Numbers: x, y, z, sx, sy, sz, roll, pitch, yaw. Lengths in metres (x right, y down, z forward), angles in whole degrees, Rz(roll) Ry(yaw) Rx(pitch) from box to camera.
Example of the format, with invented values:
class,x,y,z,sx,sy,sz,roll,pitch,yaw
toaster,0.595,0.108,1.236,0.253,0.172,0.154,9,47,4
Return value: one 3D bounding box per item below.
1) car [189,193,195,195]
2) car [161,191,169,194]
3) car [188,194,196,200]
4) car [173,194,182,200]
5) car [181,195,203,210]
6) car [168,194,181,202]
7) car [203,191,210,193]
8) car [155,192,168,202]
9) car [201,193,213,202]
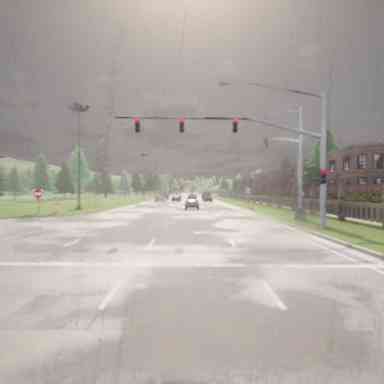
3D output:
class,x,y,z,sx,sy,sz,roll,pitch,yaw
car,0.018,1.178,72.815,2.097,1.767,4.553,0,0,0
car,-6.979,0.865,82.879,2.150,2.045,5.566,0,0,0
car,0.021,1.140,82.848,1.837,1.490,4.892,0,0,0
car,-3.479,1.180,82.849,2.033,1.411,5.357,0,0,0
car,0.011,1.450,41.816,2.033,1.411,5.357,0,0,0
car,-3.482,1.376,72.846,1.994,1.385,4.181,0,0,0
car,3.521,0.865,82.877,2.150,2.045,5.566,0,0,0
car,-6.982,1.347,72.847,1.812,1.442,4.674,0,0,0
car,3.518,1.418,72.875,1.895,1.301,4.718,0,0,0
